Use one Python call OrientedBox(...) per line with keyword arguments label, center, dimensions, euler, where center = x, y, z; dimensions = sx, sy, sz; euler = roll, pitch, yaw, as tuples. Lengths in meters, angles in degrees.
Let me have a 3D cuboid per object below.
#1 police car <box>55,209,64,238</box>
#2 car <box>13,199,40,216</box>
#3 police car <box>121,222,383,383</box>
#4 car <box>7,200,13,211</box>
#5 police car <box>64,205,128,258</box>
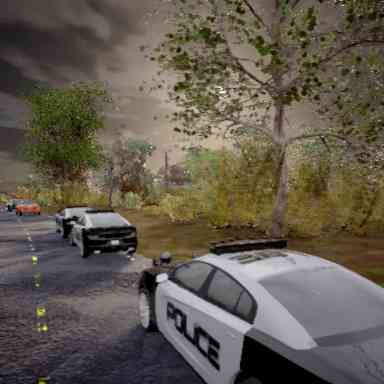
OrientedBox(label="police car", center=(-6.566, 1.558, 18.848), dimensions=(1.930, 1.638, 5.238), euler=(-1, 0, -28))
OrientedBox(label="car", center=(-18.794, 1.692, 38.046), dimensions=(2.097, 1.767, 4.553), euler=(-1, 0, -33))
OrientedBox(label="police car", center=(0.675, 1.427, 4.441), dimensions=(1.930, 1.638, 5.238), euler=(-1, 0, -25))
OrientedBox(label="car", center=(-25.016, 1.797, 47.504), dimensions=(2.097, 1.767, 4.553), euler=(-1, 0, -35))
OrientedBox(label="police car", center=(-3.761, 1.508, 13.491), dimensions=(1.930, 1.638, 5.238), euler=(-1, 0, -27))
